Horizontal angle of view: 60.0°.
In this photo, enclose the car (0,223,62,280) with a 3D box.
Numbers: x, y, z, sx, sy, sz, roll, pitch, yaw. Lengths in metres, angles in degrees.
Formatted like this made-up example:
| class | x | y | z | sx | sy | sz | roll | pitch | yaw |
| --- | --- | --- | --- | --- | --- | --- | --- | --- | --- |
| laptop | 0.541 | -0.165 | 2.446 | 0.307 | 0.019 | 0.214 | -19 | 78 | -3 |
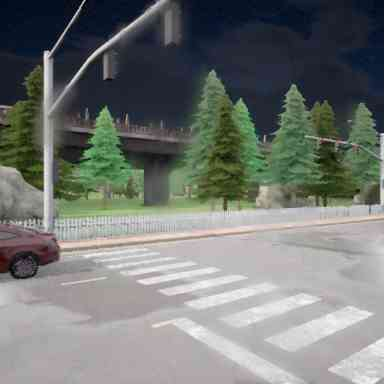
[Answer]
| class | x | y | z | sx | sy | sz | roll | pitch | yaw |
| --- | --- | --- | --- | --- | --- | --- | --- | --- | --- |
| car | -5.816 | 1.526 | 8.447 | 4.674 | 1.442 | 1.812 | 0 | 0 | -35 |
